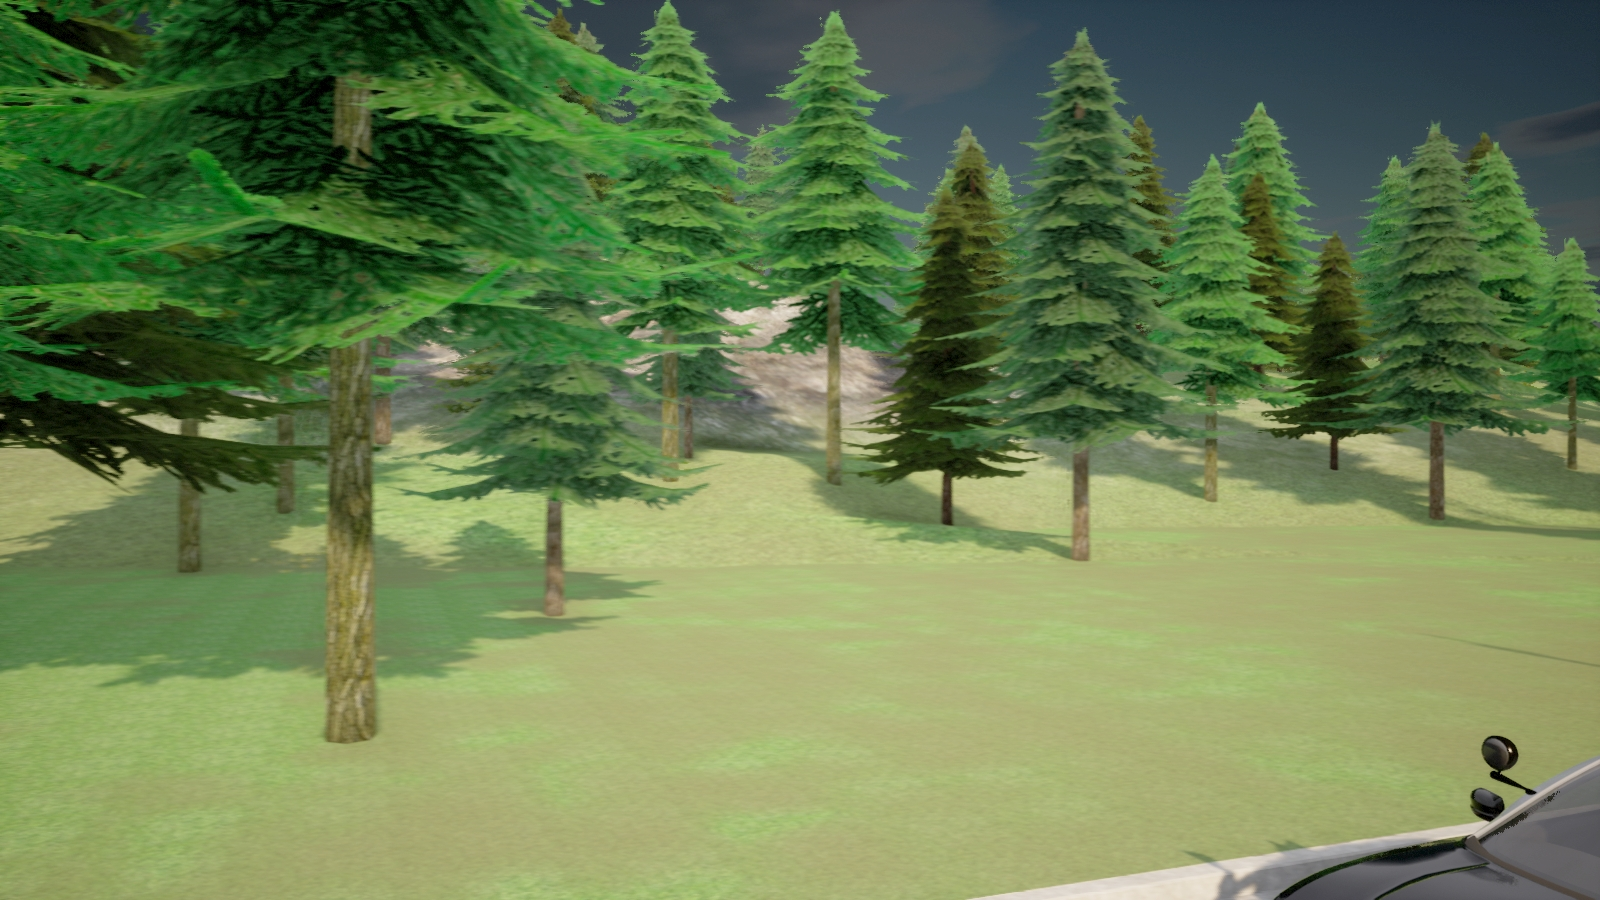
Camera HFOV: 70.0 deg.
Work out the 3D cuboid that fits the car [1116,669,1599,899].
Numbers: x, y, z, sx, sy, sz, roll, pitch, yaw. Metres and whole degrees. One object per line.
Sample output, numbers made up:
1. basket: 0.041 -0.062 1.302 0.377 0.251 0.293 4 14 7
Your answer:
1. car: 4.214 1.982 4.948 5.238 1.638 2.097 0 0 -20
